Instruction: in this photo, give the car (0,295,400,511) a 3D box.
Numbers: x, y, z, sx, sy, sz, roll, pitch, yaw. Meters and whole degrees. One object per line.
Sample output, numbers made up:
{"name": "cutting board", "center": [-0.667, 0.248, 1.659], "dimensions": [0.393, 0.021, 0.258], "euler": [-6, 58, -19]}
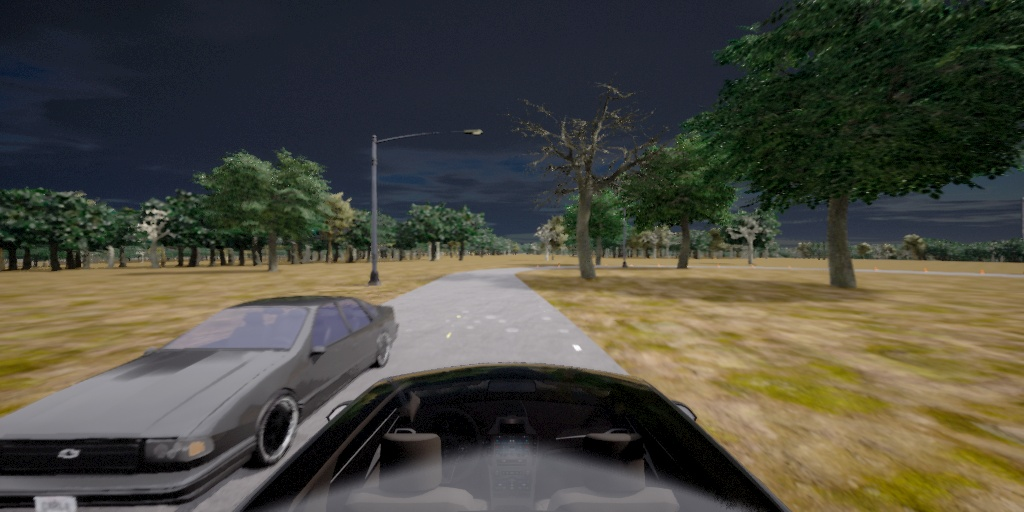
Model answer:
{"name": "car", "center": [-3.165, 1.306, 5.109], "dimensions": [2.033, 1.411, 5.357], "euler": [0, 0, -1]}
